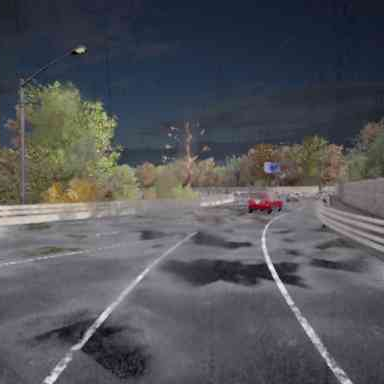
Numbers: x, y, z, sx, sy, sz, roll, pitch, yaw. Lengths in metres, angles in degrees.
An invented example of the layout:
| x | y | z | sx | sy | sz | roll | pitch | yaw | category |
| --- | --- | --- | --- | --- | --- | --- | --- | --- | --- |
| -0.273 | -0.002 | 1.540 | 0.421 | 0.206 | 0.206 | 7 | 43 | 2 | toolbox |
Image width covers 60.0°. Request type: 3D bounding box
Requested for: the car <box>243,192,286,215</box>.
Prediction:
| x | y | z | sx | sy | sz | roll | pitch | yaw | category |
| --- | --- | --- | --- | --- | --- | --- | --- | --- | --- |
| 7.042 | 1.004 | 31.803 | 2.150 | 2.045 | 5.566 | 0 | 0 | 28 | car |

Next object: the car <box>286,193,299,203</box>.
| x | y | z | sx | sy | sz | roll | pitch | yaw | category |
| --- | --- | --- | --- | --- | --- | --- | --- | --- | --- |
| 17.510 | 1.091 | 58.010 | 1.812 | 1.442 | 4.674 | 0 | 0 | 14 | car |

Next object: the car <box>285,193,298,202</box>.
| x | y | z | sx | sy | sz | roll | pitch | yaw | category |
| --- | --- | --- | --- | --- | --- | --- | --- | --- | --- |
| 18.667 | 1.008 | 62.562 | 1.882 | 1.535 | 5.008 | 0 | 0 | 11 | car |
